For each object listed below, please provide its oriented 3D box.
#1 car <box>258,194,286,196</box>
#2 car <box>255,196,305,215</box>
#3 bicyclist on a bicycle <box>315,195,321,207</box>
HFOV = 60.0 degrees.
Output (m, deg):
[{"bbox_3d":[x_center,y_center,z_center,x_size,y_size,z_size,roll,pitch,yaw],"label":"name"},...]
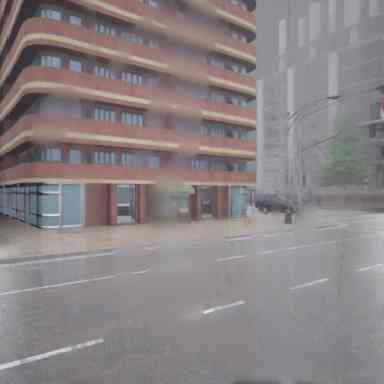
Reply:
[{"bbox_3d":[9.678,1.222,37.728,2.150,2.045,5.566,0,0,-36],"label":"car"},{"bbox_3d":[8.852,1.491,32.931,2.128,1.511,4.902,0,0,-36],"label":"car"},{"bbox_3d":[17.790,1.300,46.928,1.656,1.620,0.582,0,0,-36],"label":"bicyclist on a bicycle"}]
